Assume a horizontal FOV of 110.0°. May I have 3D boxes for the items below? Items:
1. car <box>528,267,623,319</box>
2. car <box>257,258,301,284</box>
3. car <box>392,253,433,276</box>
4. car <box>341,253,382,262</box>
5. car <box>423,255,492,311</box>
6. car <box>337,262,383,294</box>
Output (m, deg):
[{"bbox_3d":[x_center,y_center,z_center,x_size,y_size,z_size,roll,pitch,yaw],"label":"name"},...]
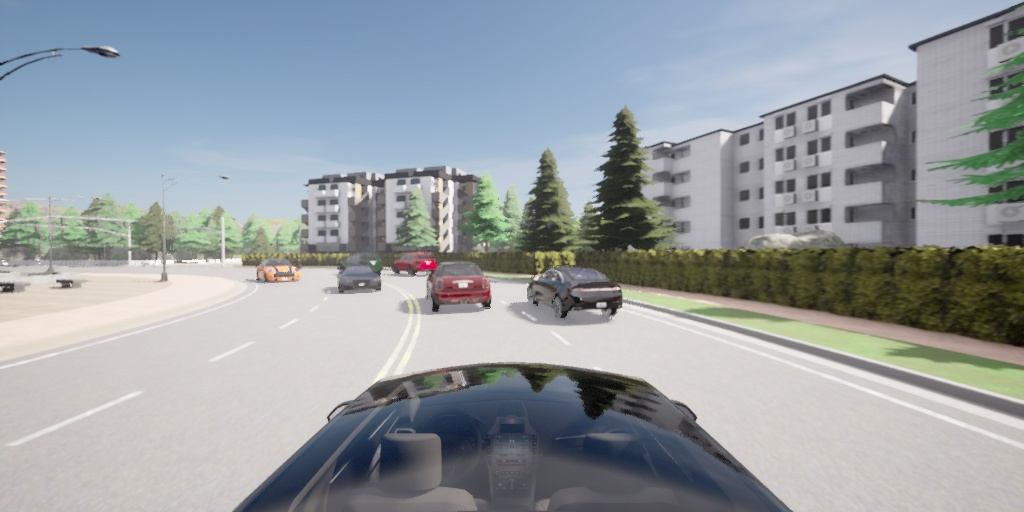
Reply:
[{"bbox_3d":[1.924,1.129,12.313,2.128,1.511,4.902,0,1,-13],"label":"car"},{"bbox_3d":[-17.053,0.983,26.152,2.097,1.767,4.553,-1,1,-43],"label":"car"},{"bbox_3d":[-9.109,0.733,33.327,2.150,2.045,5.566,-1,0,-41],"label":"car"},{"bbox_3d":[-14.199,0.764,33.614,5.566,2.045,2.150,0,1,44],"label":"car"},{"bbox_3d":[-2.247,0.999,14.199,2.097,1.767,4.553,-1,1,-16],"label":"car"},{"bbox_3d":[-8.284,1.202,19.352,1.994,1.385,4.181,-1,1,-28],"label":"car"}]
